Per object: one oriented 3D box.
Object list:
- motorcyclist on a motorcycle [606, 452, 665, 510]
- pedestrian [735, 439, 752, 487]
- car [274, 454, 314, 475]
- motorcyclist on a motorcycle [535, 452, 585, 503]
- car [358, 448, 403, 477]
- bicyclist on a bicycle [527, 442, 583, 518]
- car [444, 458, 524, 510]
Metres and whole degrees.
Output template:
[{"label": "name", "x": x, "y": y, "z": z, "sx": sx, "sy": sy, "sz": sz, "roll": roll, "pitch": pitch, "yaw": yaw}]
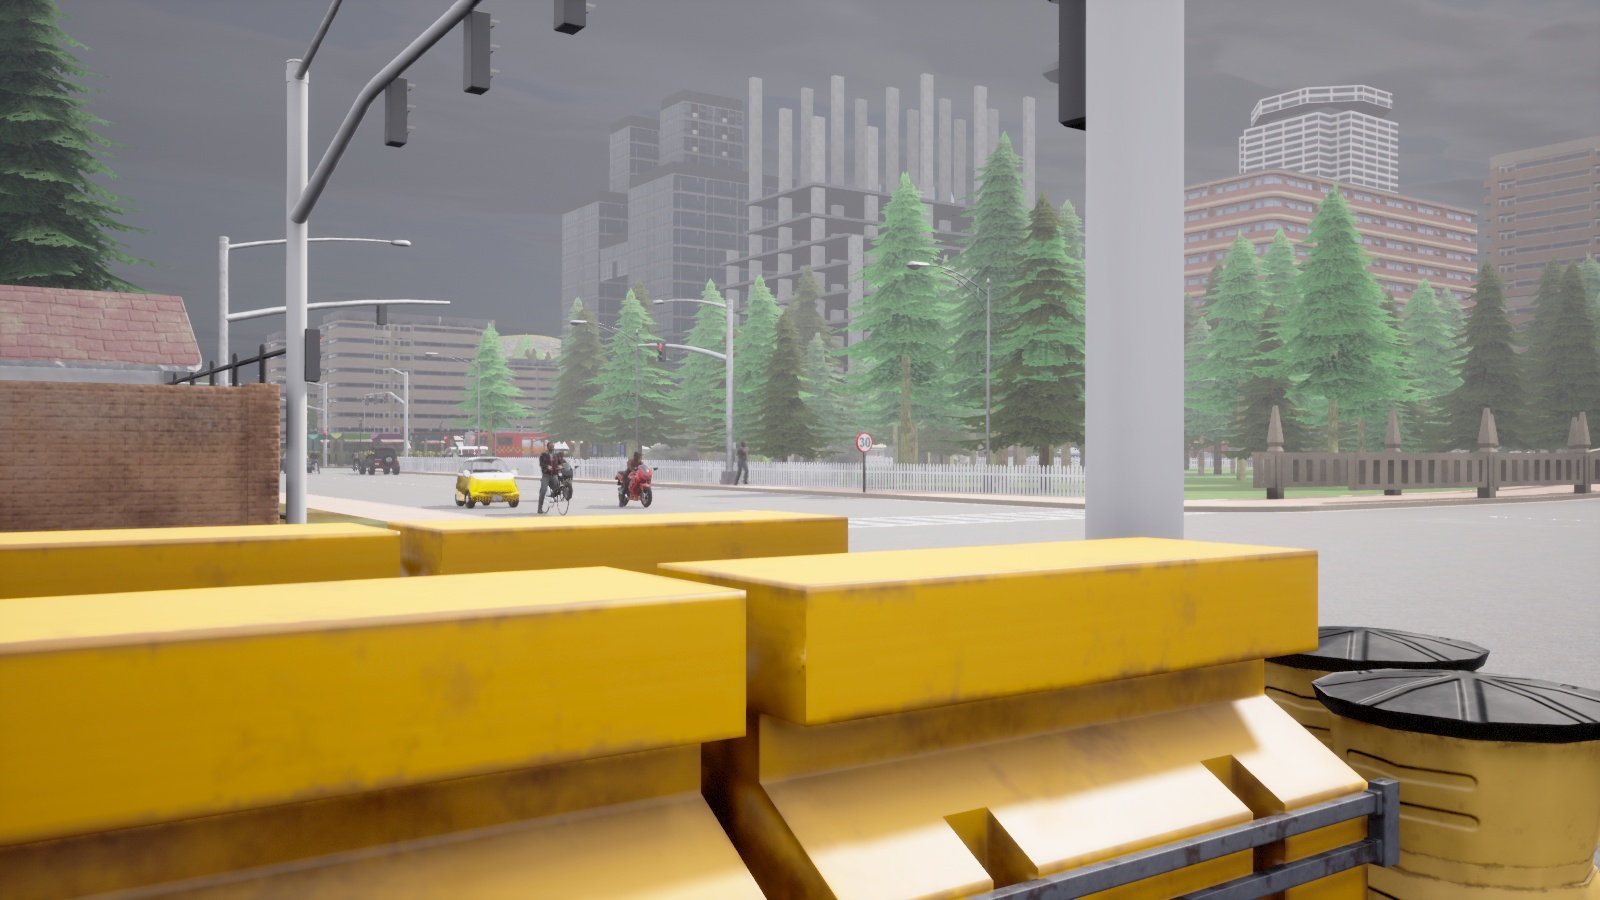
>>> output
[{"label": "motorcyclist on a motorcycle", "x": -4.504, "y": 0.820, "z": 34.329, "sx": 0.797, "sy": 1.523, "sz": 2.044, "roll": 0, "pitch": 0, "yaw": -33}, {"label": "pedestrian", "x": -2.287, "y": 0.532, "z": 50.773, "sx": 0.402, "sy": 1.930, "sz": 0.666, "roll": 0, "pitch": 0, "yaw": -39}, {"label": "car", "x": -35.762, "y": 1.003, "z": 88.727, "sx": 1.970, "sy": 1.475, "sz": 3.806, "roll": 0, "pitch": 0, "yaw": -33}, {"label": "motorcyclist on a motorcycle", "x": -7.445, "y": 0.838, "z": 38.845, "sx": 0.797, "sy": 1.523, "sz": 2.044, "roll": 0, "pitch": 0, "yaw": -33}, {"label": "car", "x": -27.683, "y": 0.802, "z": 82.736, "sx": 1.905, "sy": 1.878, "sz": 3.866, "roll": 0, "pitch": 0, "yaw": -33}, {"label": "bicyclist on a bicycle", "x": -5.881, "y": 0.701, "z": 30.030, "sx": 0.659, "sy": 1.776, "sz": 1.843, "roll": 0, "pitch": 0, "yaw": -33}, {"label": "car", "x": -8.624, "y": 0.902, "z": 34.242, "sx": 1.481, "sy": 1.376, "sz": 2.207, "roll": 0, "pitch": 0, "yaw": -33}]
